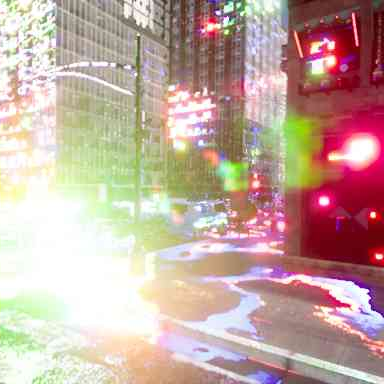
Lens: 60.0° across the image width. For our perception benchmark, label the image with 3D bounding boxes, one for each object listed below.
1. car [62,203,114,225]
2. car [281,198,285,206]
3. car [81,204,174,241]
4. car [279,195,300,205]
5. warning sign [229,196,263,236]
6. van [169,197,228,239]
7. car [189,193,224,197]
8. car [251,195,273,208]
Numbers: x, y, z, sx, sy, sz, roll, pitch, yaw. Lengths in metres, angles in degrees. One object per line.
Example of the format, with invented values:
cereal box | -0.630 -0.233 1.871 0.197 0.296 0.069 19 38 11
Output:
car | -6.480 1.390 22.165 1.947 1.339 4.313 1 1 35
car | 14.644 1.422 47.401 1.895 1.301 4.718 1 1 36
car | -3.113 1.506 16.805 1.994 1.385 4.181 1 1 34
car | 15.785 1.287 53.645 1.752 1.417 4.829 1 1 35
warning sign | 2.650 1.146 16.434 1.300 1.860 1.060 1 1 35
van | 0.365 1.327 17.323 1.690 1.788 3.998 1 1 35
car | 0.847 1.078 28.027 2.150 2.045 5.566 1 1 35
car | 9.494 1.217 44.748 1.967 1.590 4.097 1 1 35
